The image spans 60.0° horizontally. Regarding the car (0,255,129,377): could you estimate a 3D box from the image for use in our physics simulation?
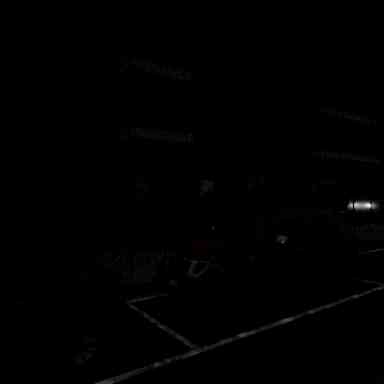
[{"bbox_3d":[-2.909,1.566,4.113,4.313,1.339,1.947,0,0,-35],"label":"car"}]

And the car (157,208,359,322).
[{"bbox_3d":[1.716,1.313,7.412,5.009,1.841,2.192,0,0,-35],"label":"car"}]
